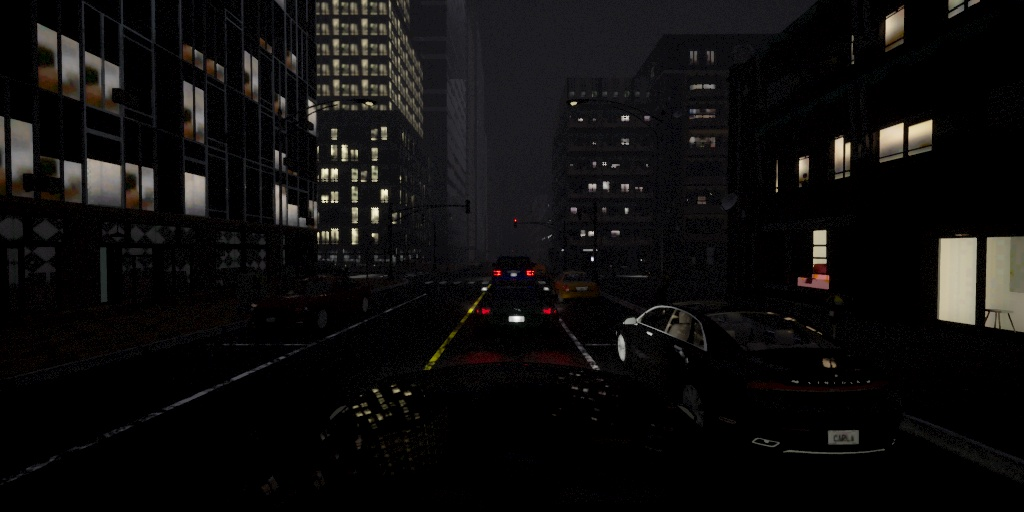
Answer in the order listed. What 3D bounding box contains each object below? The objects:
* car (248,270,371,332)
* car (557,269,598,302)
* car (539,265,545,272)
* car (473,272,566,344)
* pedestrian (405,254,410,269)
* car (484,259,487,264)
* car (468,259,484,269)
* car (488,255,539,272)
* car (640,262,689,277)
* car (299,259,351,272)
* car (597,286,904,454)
[{"bbox_3d":[-5.826,1.292,10.918,1.888,1.381,4.507,0,0,0],"label":"car"},{"bbox_3d":[2.811,1.271,16.678,1.751,1.417,4.829,0,0,0],"label":"car"},{"bbox_3d":[0.879,1.218,33.821,5.008,1.535,1.882,0,-1,-37],"label":"car"},{"bbox_3d":[0.094,1.312,9.643,1.994,1.385,4.181,0,0,0],"label":"car"},{"bbox_3d":[-12.568,0.670,42.974,0.375,1.860,0.375,0,0,1],"label":"pedestrian"},{"bbox_3d":[-5.719,1.304,60.114,1.948,1.339,4.313,0,0,0],"label":"car"},{"bbox_3d":[-5.716,1.264,54.290,1.751,1.417,4.829,0,0,0],"label":"car"},{"bbox_3d":[0.085,0.967,19.451,2.150,2.045,5.566,0,0,0],"label":"car"},{"bbox_3d":[15.939,1.426,37.060,4.181,1.385,1.994,0,1,1],"label":"car"},{"bbox_3d":[-17.874,1.154,34.310,4.674,1.442,1.812,1,1,2],"label":"car"},{"bbox_3d":[2.816,1.299,5.220,2.007,1.370,4.403,0,0,0],"label":"car"}]
